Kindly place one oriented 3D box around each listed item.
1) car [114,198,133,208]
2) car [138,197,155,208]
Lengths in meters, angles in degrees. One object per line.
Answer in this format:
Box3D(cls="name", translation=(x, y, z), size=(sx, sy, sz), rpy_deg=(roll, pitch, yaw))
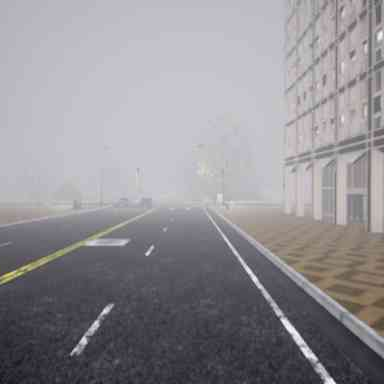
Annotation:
Box3D(cls="car", translation=(-9.748, 1.575, 47.984), size=(1.812, 1.442, 4.674), rpy_deg=(0, 0, 0))
Box3D(cls="car", translation=(-6.498, 1.522, 47.966), size=(1.882, 1.535, 5.008), rpy_deg=(0, 0, 0))
